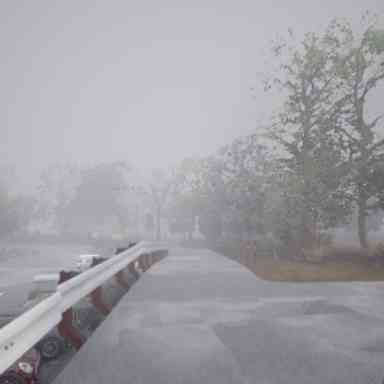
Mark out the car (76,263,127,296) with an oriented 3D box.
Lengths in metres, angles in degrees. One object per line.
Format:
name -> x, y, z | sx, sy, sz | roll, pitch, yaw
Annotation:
car -> -6.931, 5.988, 22.006 | 4.553, 1.767, 2.185 | 2, -4, -20

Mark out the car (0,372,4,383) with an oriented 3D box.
car -> -6.935, 5.116, 6.905 | 4.792, 1.488, 2.163 | 2, -4, -20

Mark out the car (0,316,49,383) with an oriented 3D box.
car -> -6.944, 5.166, 9.933 | 4.553, 1.767, 2.185 | 2, -4, -20

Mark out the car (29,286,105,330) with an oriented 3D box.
car -> -6.934, 5.704, 15.960 | 4.892, 1.521, 2.231 | 2, -4, -20

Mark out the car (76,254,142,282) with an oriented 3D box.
car -> -6.995, 6.065, 25.005 | 5.566, 2.045, 2.435 | 2, -4, -20

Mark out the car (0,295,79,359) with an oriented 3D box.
car -> -6.965, 5.372, 12.955 | 4.553, 1.767, 2.185 | 2, -4, -20

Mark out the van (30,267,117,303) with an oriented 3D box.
van -> -6.843, 5.687, 19.037 | 4.442, 1.987, 1.878 | 2, -4, -20

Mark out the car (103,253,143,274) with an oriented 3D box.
car -> -6.967, 6.273, 28.059 | 5.566, 2.045, 2.435 | 2, -4, -20
